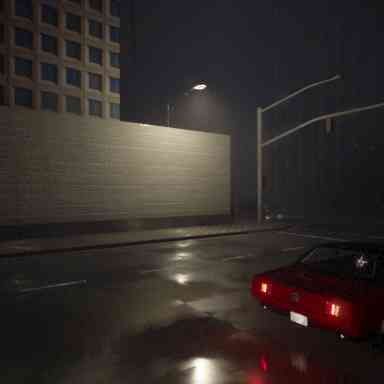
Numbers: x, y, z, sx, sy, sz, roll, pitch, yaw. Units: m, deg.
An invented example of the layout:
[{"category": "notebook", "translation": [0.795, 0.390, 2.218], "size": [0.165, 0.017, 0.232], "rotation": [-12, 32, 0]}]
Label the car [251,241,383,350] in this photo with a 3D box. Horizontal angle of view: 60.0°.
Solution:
[{"category": "car", "translation": [3.418, 1.601, 6.225], "size": [4.718, 1.301, 1.895], "rotation": [0, 0, -35]}]

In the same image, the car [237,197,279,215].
[{"category": "car", "translation": [6.813, 1.407, 34.686], "size": [2.097, 1.767, 4.553], "rotation": [0, 0, -35]}]
